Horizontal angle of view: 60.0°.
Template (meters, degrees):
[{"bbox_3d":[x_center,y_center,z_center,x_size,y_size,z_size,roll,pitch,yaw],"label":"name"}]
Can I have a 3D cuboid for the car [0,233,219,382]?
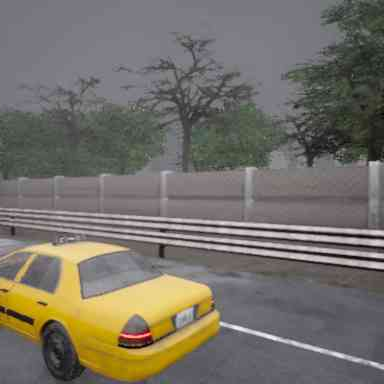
[{"bbox_3d":[-2.170,1.451,5.415,5.366,1.575,1.801,0,0,35],"label":"car"}]
